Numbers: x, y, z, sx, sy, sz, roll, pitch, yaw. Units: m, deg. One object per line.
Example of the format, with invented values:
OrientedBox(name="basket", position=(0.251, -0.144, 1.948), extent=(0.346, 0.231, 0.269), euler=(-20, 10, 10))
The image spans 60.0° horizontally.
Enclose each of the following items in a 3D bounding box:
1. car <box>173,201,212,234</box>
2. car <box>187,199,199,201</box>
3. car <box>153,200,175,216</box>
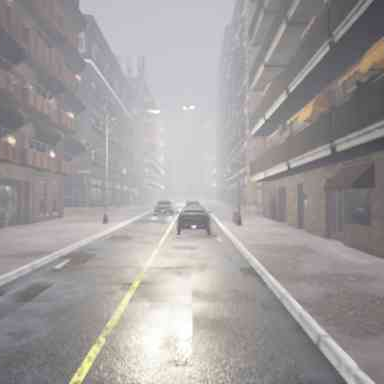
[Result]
OrientedBox(name="car", position=(0.094, 1.525, 19.421), extent=(1.837, 1.490, 4.892), euler=(0, 0, 0))
OrientedBox(name="car", position=(0.089, 1.546, 40.846), extent=(2.128, 1.511, 4.902), euler=(0, 0, 0))
OrientedBox(name="car", position=(-2.760, 1.555, 33.494), extent=(1.837, 1.490, 4.892), euler=(0, 0, 0))
